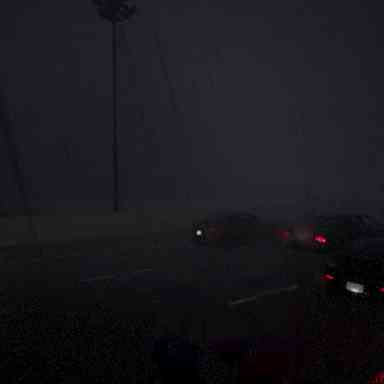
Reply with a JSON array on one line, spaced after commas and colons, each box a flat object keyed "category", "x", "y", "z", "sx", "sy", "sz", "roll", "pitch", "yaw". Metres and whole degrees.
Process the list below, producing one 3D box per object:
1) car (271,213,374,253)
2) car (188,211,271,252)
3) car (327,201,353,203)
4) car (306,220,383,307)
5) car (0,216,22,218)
[{"category": "car", "x": 5.526, "y": 1.461, "z": 11.975, "sx": 5.357, "sy": 1.411, "sz": 2.033, "roll": -1, "pitch": 0, "yaw": -35}, {"category": "car", "x": 1.892, "y": 1.492, "z": 13.686, "sx": 4.181, "sy": 1.385, "sz": 1.994, "roll": -1, "pitch": 0, "yaw": -35}, {"category": "car", "x": 16.807, "y": 0.950, "z": 37.575, "sx": 5.566, "sy": 2.045, "sz": 2.150, "roll": -1, "pitch": 0, "yaw": -37}, {"category": "car", "x": 4.691, "y": 1.466, "z": 7.084, "sx": 4.674, "sy": 1.442, "sz": 1.812, "roll": -1, "pitch": 0, "yaw": -35}, {"category": "car", "x": -14.818, "y": 1.466, "z": 23.515, "sx": 5.008, "sy": 1.535, "sz": 1.882, "roll": -1, "pitch": 0, "yaw": -35}]
